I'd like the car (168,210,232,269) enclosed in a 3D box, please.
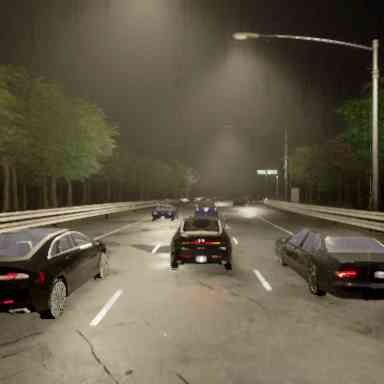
[{"bbox_3d":[0.316,1.595,11.487,1.837,1.490,4.892,0,0,2],"label":"car"}]

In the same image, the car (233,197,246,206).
[{"bbox_3d":[9.507,2.079,68.211,1.994,1.385,4.181,0,0,10],"label":"car"}]

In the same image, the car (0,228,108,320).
[{"bbox_3d":[-3.287,1.545,7.421,2.128,1.511,4.902,0,0,1],"label":"car"}]

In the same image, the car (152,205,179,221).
[{"bbox_3d":[-2.247,1.823,29.525,1.895,1.301,4.718,0,0,4],"label":"car"}]

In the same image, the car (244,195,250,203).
[{"bbox_3d":[13.330,2.198,87.408,1.994,1.385,4.181,0,0,13],"label":"car"}]

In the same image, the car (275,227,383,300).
[{"bbox_3d":[3.619,1.622,8.742,2.033,1.411,5.357,0,0,1],"label":"car"}]

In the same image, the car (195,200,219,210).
[{"bbox_3d":[1.394,1.591,31.075,2.097,1.767,4.553,0,0,4],"label":"car"}]
